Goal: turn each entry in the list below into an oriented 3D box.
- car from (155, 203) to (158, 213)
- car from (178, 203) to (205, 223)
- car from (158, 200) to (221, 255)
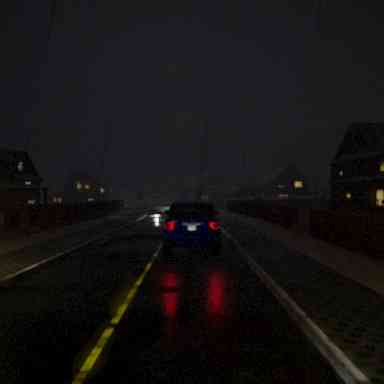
[{"bbox_3d":[-3.816,2.082,43.450,1.895,1.301,4.718,0,-1,-6],"label":"car"},{"bbox_3d":[-0.108,1.802,29.341,2.128,1.511,4.902,0,-1,-2],"label":"car"},{"bbox_3d":[0.000,1.357,14.043,2.150,2.045,5.566,0,0,0],"label":"car"}]
